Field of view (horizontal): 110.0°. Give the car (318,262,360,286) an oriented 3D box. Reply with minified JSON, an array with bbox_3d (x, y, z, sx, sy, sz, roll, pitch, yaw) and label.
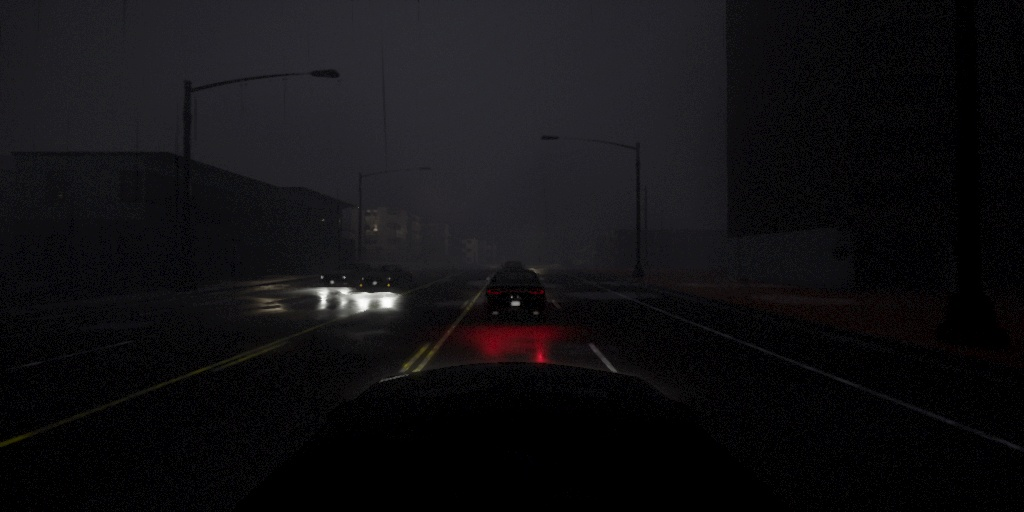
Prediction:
[{"bbox_3d":[-10.518,1.126,23.659,2.033,1.411,5.357,0,1,0],"label":"car"}]

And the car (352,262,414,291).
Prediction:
[{"bbox_3d":[-7.049,1.178,20.420,1.994,1.385,4.181,0,1,0],"label":"car"}]

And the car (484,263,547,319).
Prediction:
[{"bbox_3d":[0.106,1.174,12.622,1.882,1.535,5.008,0,0,0],"label":"car"}]

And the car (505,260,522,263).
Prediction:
[{"bbox_3d":[0.096,1.065,27.892,1.812,1.442,4.674,0,0,0],"label":"car"}]
